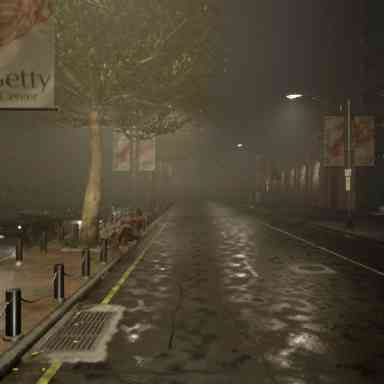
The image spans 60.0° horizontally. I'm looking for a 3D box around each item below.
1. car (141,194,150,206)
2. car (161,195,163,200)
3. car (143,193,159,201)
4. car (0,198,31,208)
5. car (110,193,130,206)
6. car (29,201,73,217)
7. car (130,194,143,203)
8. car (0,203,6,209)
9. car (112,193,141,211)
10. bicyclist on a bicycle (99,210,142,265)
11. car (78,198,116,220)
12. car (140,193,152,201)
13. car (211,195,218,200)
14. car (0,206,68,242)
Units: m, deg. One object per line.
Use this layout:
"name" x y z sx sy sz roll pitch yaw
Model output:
"car" -8.323 1.526 54.104 1.812 1.442 4.674 0 0 0
"car" -8.370 1.524 84.531 2.128 1.511 4.902 0 0 0
"car" -8.301 1.225 69.175 2.150 2.045 5.566 0 0 0
"car" -22.687 1.491 41.969 4.902 1.511 2.128 0 0 -10
"car" -11.871 1.223 55.180 2.150 2.045 5.566 0 0 1
"car" -11.719 1.564 28.439 1.994 1.385 4.181 0 0 0
"car" -11.808 1.355 70.742 2.097 1.767 4.553 0 0 0
"car" -11.633 1.492 16.214 2.128 1.511 4.902 0 0 0
"car" -8.280 1.222 41.746 2.150 2.045 5.566 0 0 0
"bicyclist on a bicycle" -2.123 1.280 10.512 1.656 1.620 0.582 48 4 30
"car" -8.222 1.506 28.630 1.837 1.490 4.892 0 0 0
"car" -11.876 1.224 86.086 2.150 2.045 5.566 0 0 0
"car" 6.337 1.595 94.091 1.895 1.301 4.718 0 0 0
"car" -8.135 1.601 16.451 1.895 1.301 4.718 0 0 0
